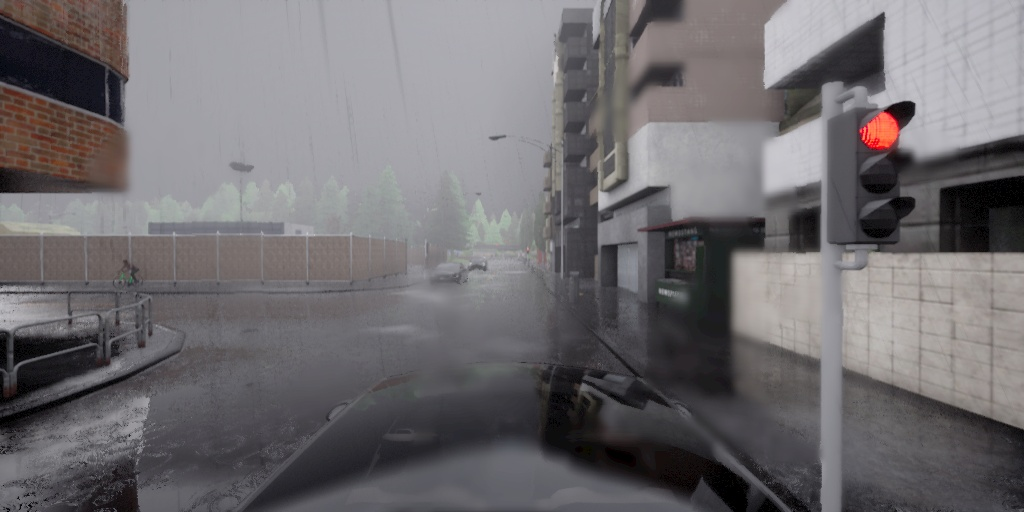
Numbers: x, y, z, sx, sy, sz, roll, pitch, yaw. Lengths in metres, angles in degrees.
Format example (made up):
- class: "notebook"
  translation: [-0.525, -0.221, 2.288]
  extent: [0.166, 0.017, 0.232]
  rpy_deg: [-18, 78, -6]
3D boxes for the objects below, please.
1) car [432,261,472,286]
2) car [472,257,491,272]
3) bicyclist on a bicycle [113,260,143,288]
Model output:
- class: "car"
  translation: [-4.110, 1.173, 24.252]
  extent: [1.837, 1.490, 4.892]
  rpy_deg: [0, 0, 0]
- class: "car"
  translation: [-4.101, 0.949, 43.753]
  extent: [2.097, 1.767, 4.553]
  rpy_deg: [0, 0, 0]
- class: "bicyclist on a bicycle"
  translation: [-22.184, 1.031, 20.736]
  extent: [0.582, 1.620, 1.656]
  rpy_deg: [0, 1, 0]
